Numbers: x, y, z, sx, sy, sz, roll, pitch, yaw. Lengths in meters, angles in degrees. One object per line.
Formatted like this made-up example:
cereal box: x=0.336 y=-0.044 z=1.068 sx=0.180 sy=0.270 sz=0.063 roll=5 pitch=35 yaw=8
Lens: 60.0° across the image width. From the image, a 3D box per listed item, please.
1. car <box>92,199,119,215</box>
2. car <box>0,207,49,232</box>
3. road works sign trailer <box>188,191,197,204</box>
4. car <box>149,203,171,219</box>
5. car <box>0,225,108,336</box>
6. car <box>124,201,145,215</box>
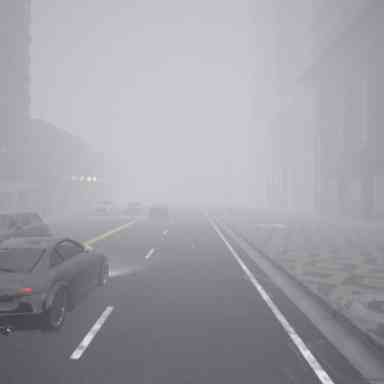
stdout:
car: x=-9.822 y=1.710 z=38.133 sx=2.097 sy=1.767 sz=4.553 roll=0 pitch=-1 yaw=0
car: x=-6.557 y=1.456 z=11.192 sx=2.097 sy=1.767 sz=4.553 roll=0 pitch=-1 yaw=1
road works sign trailer: x=0.048 y=1.337 z=91.009 sx=2.380 sy=3.560 sz=2.880 roll=0 pitch=-1 yaw=0
car: x=-3.138 y=1.788 z=33.158 sx=1.882 sy=1.535 sz=5.008 roll=0 pitch=0 yaw=0
car: x=-3.148 y=1.629 z=6.947 sx=1.994 sy=1.385 sz=4.181 roll=0 pitch=-1 yaw=0
car: x=-6.573 y=1.864 z=38.267 sx=1.837 sy=1.490 sz=4.892 roll=0 pitch=-1 yaw=0
